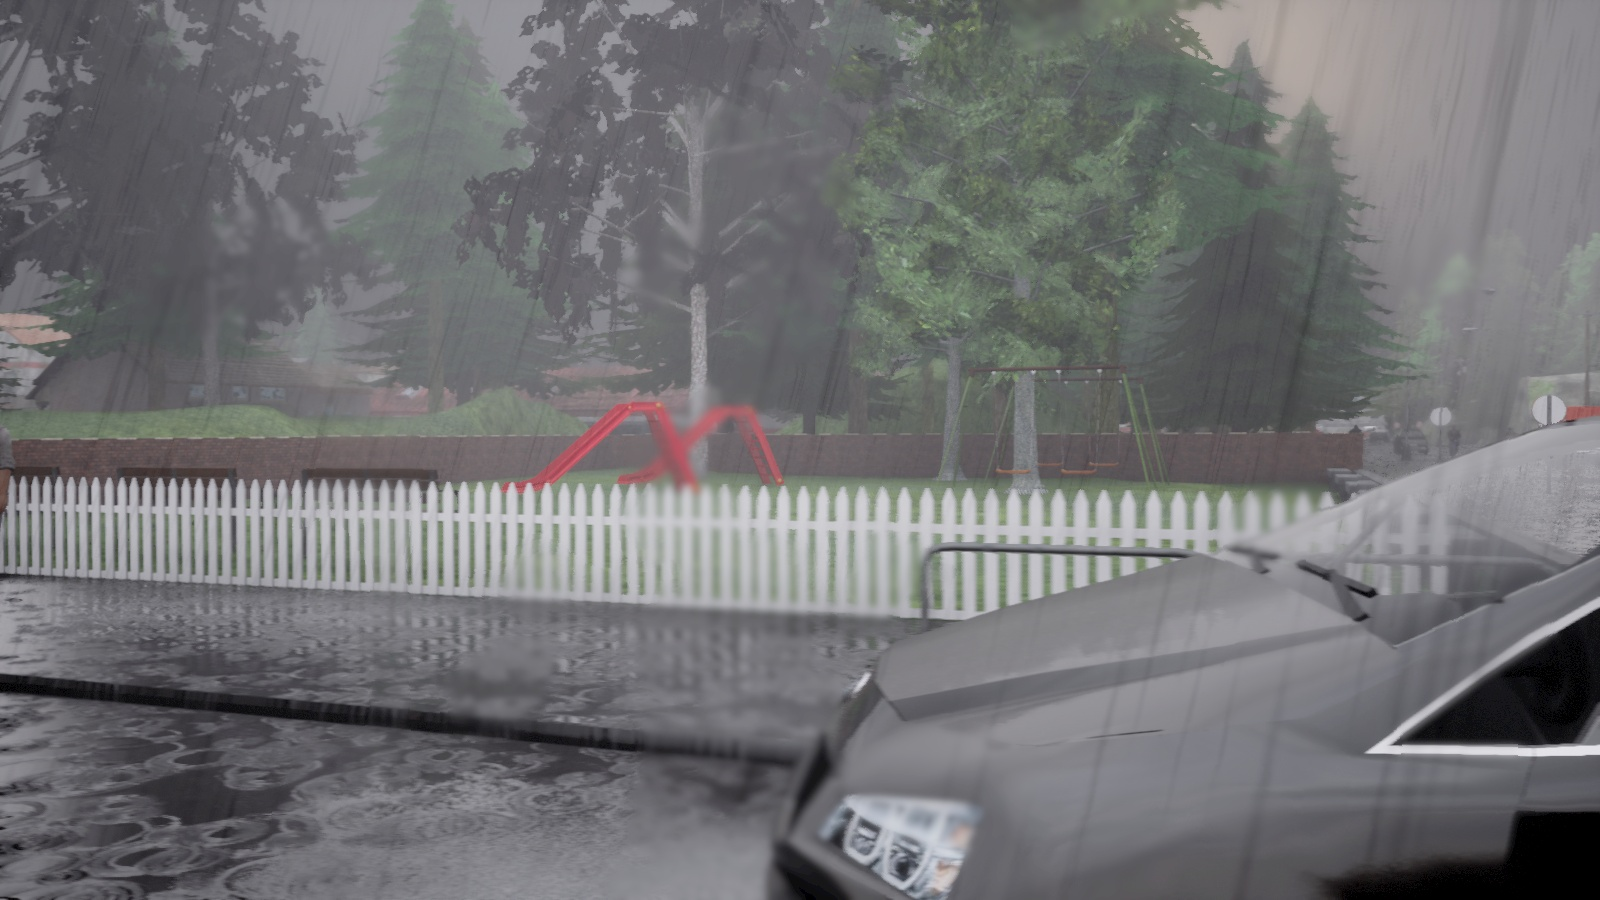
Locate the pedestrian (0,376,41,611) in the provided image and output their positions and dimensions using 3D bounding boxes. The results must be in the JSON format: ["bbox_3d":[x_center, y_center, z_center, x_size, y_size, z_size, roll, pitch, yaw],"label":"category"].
[{"bbox_3d":[-6.984,0.357,10.573,0.659,1.952,0.873,0,1,-1],"label":"pedestrian"}]

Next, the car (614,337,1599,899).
[{"bbox_3d":[2.081,0.636,3.079,4.611,1.667,2.242,0,1,6],"label":"car"}]

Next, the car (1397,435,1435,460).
[{"bbox_3d":[38.555,-0.174,78.620,1.789,1.549,3.705,1,1,21],"label":"car"}]

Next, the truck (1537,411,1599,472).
[{"bbox_3d":[33.206,-0.310,53.151,2.627,2.467,5.204,1,0,21],"label":"truck"}]
